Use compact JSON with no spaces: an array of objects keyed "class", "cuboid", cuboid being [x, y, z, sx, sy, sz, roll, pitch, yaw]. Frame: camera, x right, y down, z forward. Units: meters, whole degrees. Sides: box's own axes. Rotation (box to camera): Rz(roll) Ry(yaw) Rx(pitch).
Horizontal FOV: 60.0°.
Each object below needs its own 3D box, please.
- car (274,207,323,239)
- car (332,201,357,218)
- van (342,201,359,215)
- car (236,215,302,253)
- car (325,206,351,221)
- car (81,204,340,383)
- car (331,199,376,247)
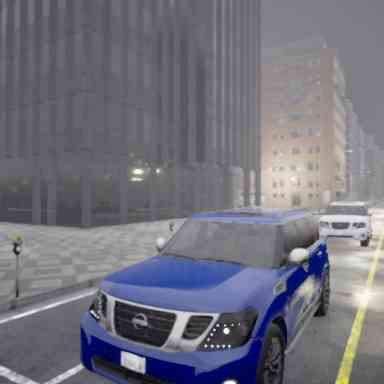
[{"class":"car","cuboid":[6.661,1.791,20.482,1.967,1.590,4.097,0,-1,31]},{"class":"car","cuboid":[18.329,1.999,39.789,2.192,1.841,5.009,0,-1,31]},{"class":"van","cuboid":[21.246,2.106,44.616,1.690,1.788,3.998,0,-1,31]},{"class":"car","cuboid":[3.743,1.848,15.652,1.802,1.307,4.206,0,-1,31]},{"class":"car","cuboid":[15.411,2.166,34.958,1.947,1.339,4.313,0,-1,31]},{"class":"car","cuboid":[0.860,1.318,5.555,2.150,2.045,5.566,0,-1,31]},{"class":"car","cuboid":[8.071,1.526,17.291,2.150,2.045,5.566,0,-1,31]}]
